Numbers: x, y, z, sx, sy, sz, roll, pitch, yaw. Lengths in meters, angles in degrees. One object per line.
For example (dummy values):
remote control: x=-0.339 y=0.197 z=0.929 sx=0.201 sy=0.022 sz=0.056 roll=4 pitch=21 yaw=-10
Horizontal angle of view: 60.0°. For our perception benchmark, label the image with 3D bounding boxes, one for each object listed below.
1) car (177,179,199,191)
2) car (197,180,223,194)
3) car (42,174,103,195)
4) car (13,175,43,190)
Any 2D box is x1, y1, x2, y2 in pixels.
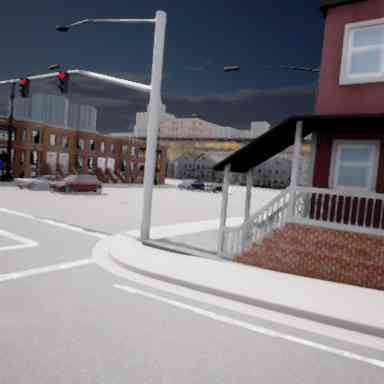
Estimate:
car: x=-0.084 y=-1.108 z=48.723 sx=2.097 sy=1.767 sz=4.553 roll=7 pitch=4 yaw=36
car: x=3.434 y=-0.612 z=47.658 sx=2.128 sy=1.511 sz=4.902 roll=7 pitch=4 yaw=36
car: x=-10.071 y=-0.763 z=28.925 sx=2.097 sy=1.767 sz=4.553 roll=7 pitch=4 yaw=36
car: x=-13.512 y=-0.871 z=30.138 sx=1.895 sy=1.301 sz=4.718 roll=7 pitch=4 yaw=35
